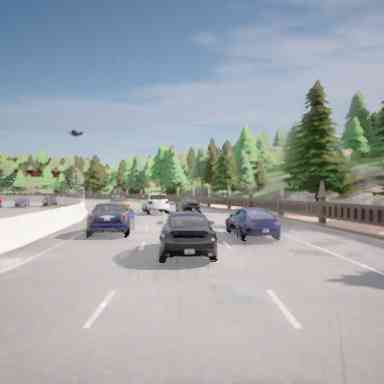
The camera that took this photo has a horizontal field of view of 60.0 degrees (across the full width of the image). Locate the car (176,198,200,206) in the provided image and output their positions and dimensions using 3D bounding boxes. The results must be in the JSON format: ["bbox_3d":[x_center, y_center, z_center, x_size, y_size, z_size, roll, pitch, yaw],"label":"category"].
[{"bbox_3d":[-0.474,1.430,34.972,1.837,1.490,4.892,0,0,-15],"label":"car"}]

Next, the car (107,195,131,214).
[{"bbox_3d":[-7.653,1.278,34.620,2.097,1.767,4.553,0,0,-16],"label":"car"}]

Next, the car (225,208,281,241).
[{"bbox_3d":[2.920,1.490,16.457,1.812,1.442,4.674,0,0,-6],"label":"car"}]

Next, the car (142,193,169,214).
[{"bbox_3d":[-3.813,1.148,34.061,2.150,2.045,5.566,0,0,-15],"label":"car"}]

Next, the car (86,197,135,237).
[{"bbox_3d":[-4.273,1.313,17.983,2.097,1.767,4.553,0,0,-6],"label":"car"}]

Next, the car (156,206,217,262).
[{"bbox_3d":[-0.216,1.479,12.090,1.837,1.490,4.892,0,0,-3],"label":"car"}]
